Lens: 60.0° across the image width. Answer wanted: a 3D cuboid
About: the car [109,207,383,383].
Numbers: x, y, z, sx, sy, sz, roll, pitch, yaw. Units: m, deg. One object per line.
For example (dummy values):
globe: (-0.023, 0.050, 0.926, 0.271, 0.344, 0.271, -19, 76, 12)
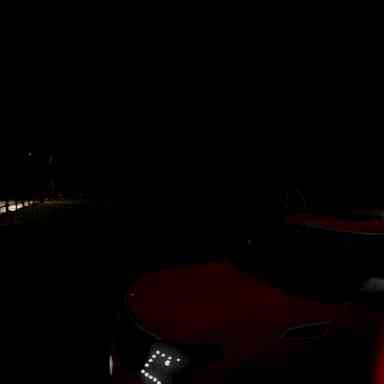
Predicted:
car: (1.916, 1.232, 3.838, 5.566, 2.045, 2.150, 0, 0, -16)
